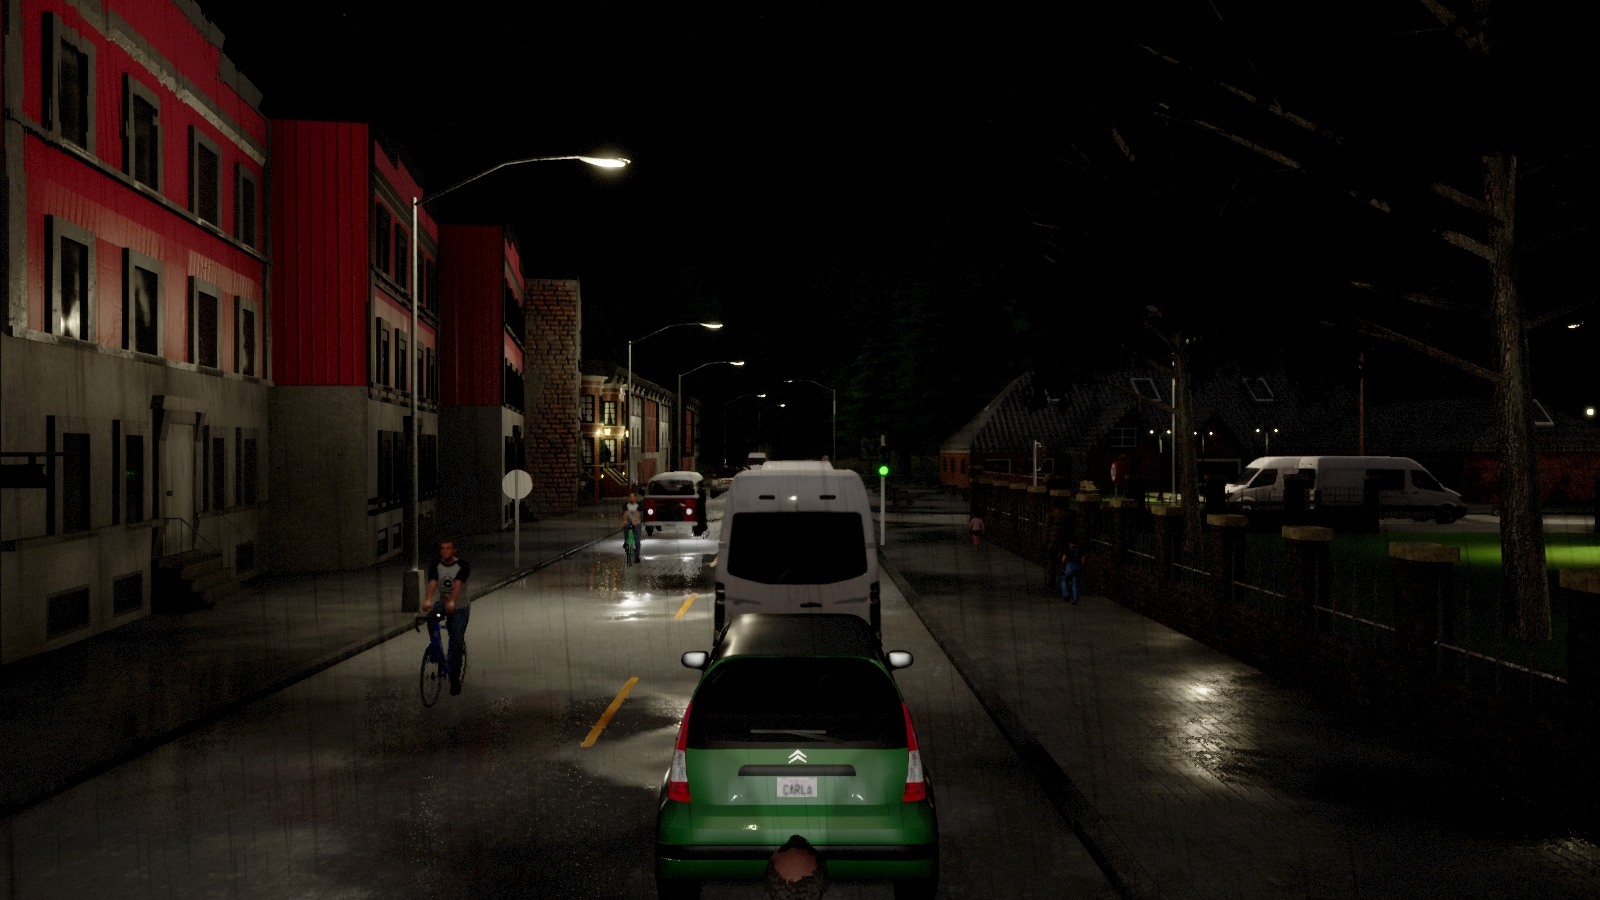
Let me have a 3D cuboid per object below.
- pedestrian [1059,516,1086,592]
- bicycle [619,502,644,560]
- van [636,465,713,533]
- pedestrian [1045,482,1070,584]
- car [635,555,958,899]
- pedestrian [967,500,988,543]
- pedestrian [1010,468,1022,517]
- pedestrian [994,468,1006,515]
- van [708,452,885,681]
[{"bbox_3d":[4.759,1.805,19.954,0.375,1.300,0.375,0,0,0],"label":"pedestrian"},{"bbox_3d":[-4.065,1.936,27.616,0.373,1.296,1.643,0,0,0],"label":"bicycle"},{"bbox_3d":[-4.094,1.562,37.990,2.069,2.038,4.480,0,0,0],"label":"van"},{"bbox_3d":[4.757,1.525,21.138,0.375,1.860,0.375,0,0,0],"label":"pedestrian"},{"bbox_3d":[-0.023,1.779,8.527,1.851,1.617,3.988,0,0,0],"label":"car"},{"bbox_3d":[4.744,1.904,30.549,0.500,1.100,0.500,0,0,0],"label":"pedestrian"},{"bbox_3d":[8.246,1.629,43.583,0.375,1.860,0.375,0,0,-2],"label":"pedestrian"},{"bbox_3d":[7.917,1.629,45.279,0.375,1.860,0.375,0,0,-5],"label":"pedestrian"},{"bbox_3d":[-0.050,1.315,15.854,1.988,2.561,5.915,0,0,0],"label":"van"}]
